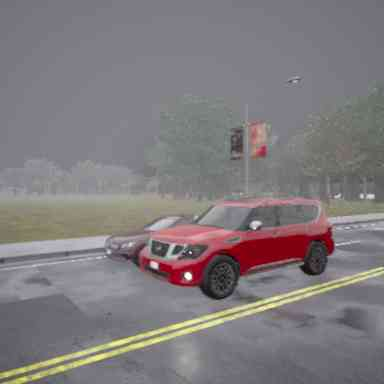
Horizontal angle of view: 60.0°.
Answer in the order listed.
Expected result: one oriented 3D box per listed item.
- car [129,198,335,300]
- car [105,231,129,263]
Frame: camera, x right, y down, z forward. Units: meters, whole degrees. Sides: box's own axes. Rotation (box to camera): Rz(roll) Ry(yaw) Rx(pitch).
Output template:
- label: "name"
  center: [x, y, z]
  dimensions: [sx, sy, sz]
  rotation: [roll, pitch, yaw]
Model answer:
- label: "car"
  center: [1.447, 1.202, 8.713]
  dimensions: [5.566, 2.045, 2.150]
  rotation: [0, 0, -36]
- label: "car"
  center: [-0.576, 1.506, 11.262]
  dimensions: [4.674, 1.442, 1.812]
  rotation: [0, 0, -36]
